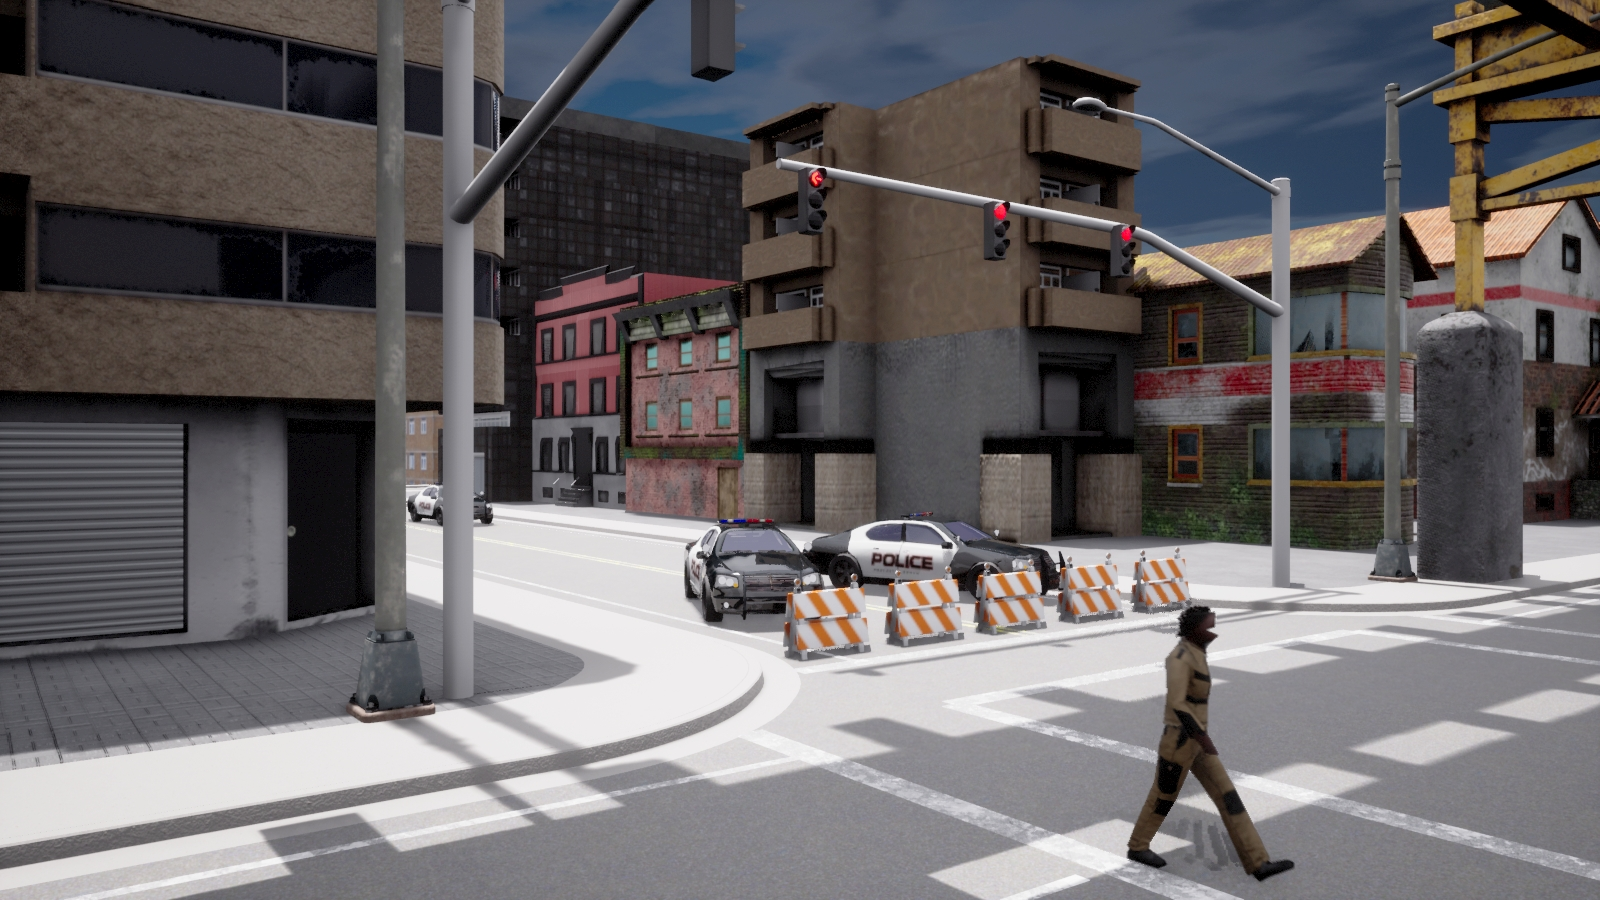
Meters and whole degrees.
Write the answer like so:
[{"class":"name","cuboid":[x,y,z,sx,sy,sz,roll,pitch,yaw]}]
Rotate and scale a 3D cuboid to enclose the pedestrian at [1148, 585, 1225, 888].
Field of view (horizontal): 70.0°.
[{"class":"pedestrian","cuboid":[2.543,1.848,7.516,0.375,1.860,0.375,0,0,39]}]
